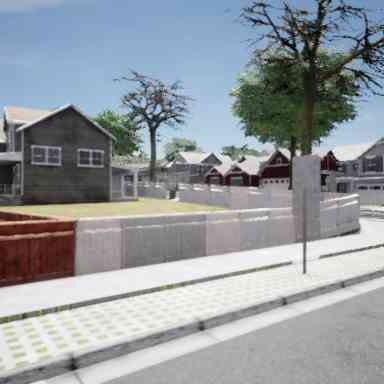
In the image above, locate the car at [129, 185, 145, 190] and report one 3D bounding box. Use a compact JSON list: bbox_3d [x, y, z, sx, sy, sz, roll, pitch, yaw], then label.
[{"bbox_3d":[-9.040,-0.685,52.963,1.812,1.442,4.674,0,2,-33],"label":"car"}]
